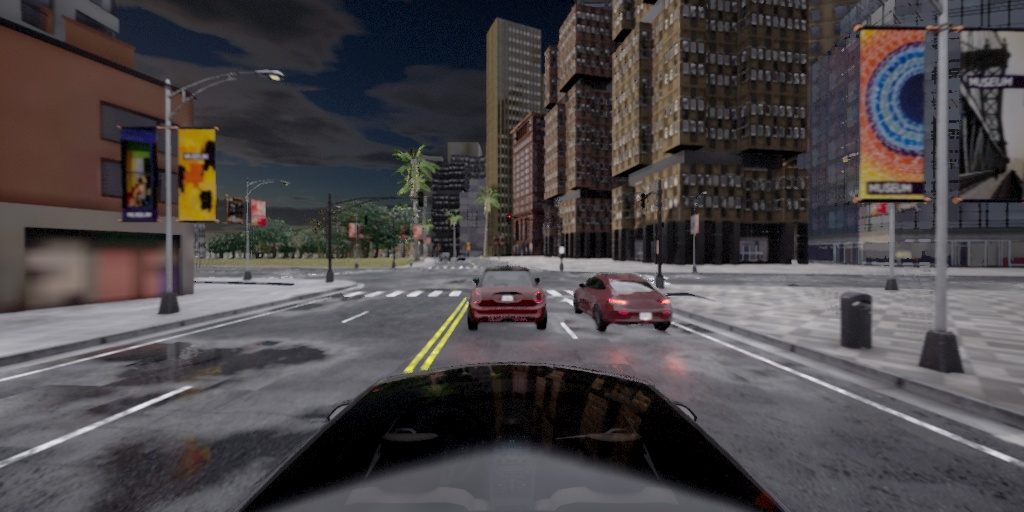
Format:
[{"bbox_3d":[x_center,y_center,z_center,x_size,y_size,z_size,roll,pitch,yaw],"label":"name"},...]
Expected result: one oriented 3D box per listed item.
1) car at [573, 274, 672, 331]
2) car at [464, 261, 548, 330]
[{"bbox_3d":[3.094,1.249,10.760,1.812,1.442,4.674,0,0,-2],"label":"car"},{"bbox_3d":[-0.166,1.075,11.182,2.097,1.767,4.553,0,0,-2],"label":"car"}]
